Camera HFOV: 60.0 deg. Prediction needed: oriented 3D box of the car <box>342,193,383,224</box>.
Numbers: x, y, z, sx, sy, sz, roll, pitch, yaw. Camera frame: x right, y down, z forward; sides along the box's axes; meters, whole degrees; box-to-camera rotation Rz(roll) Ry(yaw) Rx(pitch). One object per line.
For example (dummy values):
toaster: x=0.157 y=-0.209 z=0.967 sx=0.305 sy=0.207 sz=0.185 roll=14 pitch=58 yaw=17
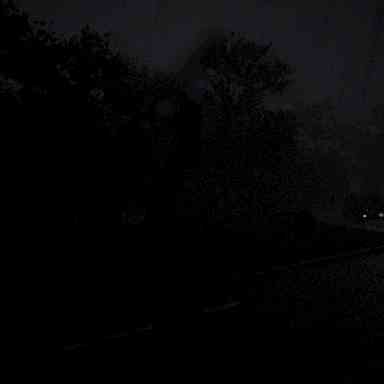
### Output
car: x=12.524 y=1.100 z=23.970 sx=2.150 sy=2.045 sz=5.566 roll=-1 pitch=0 yaw=9
